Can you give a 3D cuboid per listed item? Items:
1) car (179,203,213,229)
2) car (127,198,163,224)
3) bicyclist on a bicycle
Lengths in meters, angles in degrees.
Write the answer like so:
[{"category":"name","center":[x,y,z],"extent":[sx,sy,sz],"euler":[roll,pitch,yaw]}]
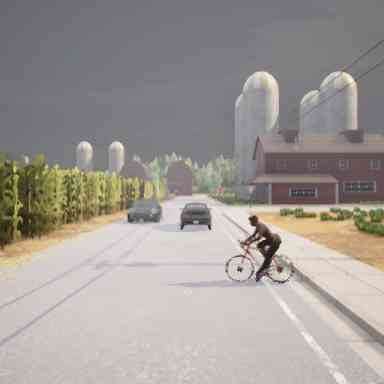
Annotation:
[{"category":"car","center":[0.242,1.444,21.154],"extent":[1.837,1.490,4.892],"euler":[0,0,0]},{"category":"car","center":[-3.342,1.280,24.320],"extent":[2.097,1.767,4.553],"euler":[0,0,1]},{"category":"bicyclist on a bicycle","center":[1.632,1.390,7.992],"extent":[1.656,1.620,0.582],"euler":[0,0,0]}]
